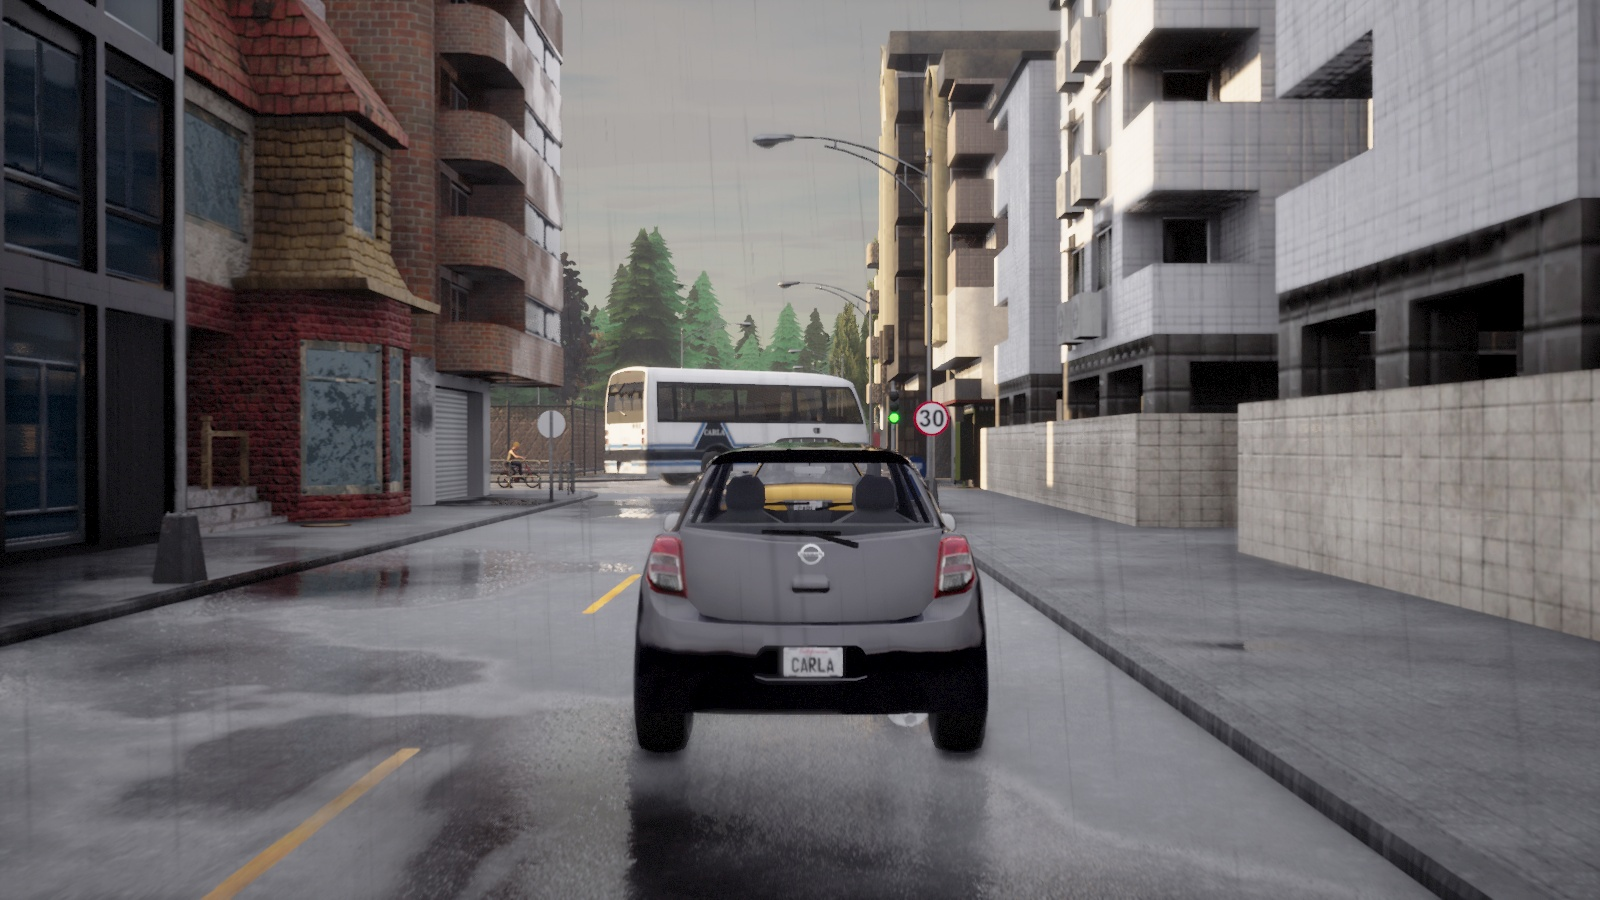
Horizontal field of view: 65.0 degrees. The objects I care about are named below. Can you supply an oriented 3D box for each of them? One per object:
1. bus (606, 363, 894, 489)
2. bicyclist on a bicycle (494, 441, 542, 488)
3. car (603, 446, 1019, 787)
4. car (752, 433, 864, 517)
[{"bbox_3d":[-1.703,-0.820,46.910,10.273,4.253,3.944,0,0,-36],"label":"bus"},{"bbox_3d":[-9.841,0.505,43.859,1.509,1.612,0.866,0,0,-5],"label":"bicyclist on a bicycle"},{"bbox_3d":[0.056,0.733,7.384,1.845,1.501,3.633,0,0,0],"label":"car"},{"bbox_3d":[0.170,0.487,27.396,2.242,1.667,4.611,0,0,0],"label":"car"}]
